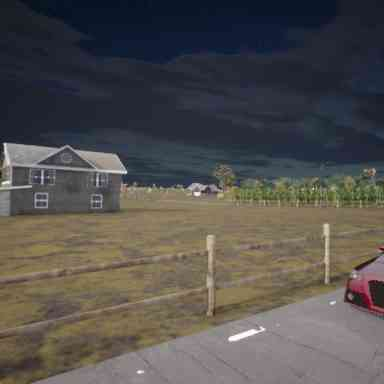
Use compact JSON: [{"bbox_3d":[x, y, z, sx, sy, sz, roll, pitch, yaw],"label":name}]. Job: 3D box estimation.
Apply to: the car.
[{"bbox_3d":[4.877,1.560,6.549,4.181,1.385,1.994,0,0,-35],"label":"car"}]
